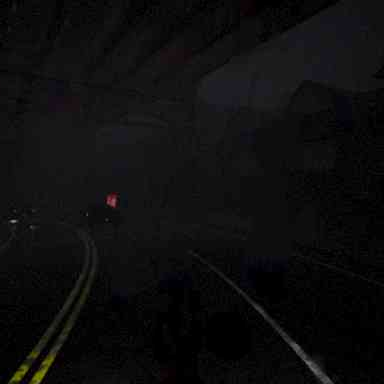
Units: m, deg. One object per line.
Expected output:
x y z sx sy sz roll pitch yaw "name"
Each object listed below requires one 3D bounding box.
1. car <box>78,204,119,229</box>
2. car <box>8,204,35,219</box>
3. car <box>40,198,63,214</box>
-6.473 1.552 22.724 1.882 1.535 5.008 -1 0 -29 "car"
-16.159 1.786 31.501 1.895 1.301 4.718 -1 0 -33 "car"
-16.434 1.735 38.737 2.033 1.411 5.357 -1 0 -33 "car"
